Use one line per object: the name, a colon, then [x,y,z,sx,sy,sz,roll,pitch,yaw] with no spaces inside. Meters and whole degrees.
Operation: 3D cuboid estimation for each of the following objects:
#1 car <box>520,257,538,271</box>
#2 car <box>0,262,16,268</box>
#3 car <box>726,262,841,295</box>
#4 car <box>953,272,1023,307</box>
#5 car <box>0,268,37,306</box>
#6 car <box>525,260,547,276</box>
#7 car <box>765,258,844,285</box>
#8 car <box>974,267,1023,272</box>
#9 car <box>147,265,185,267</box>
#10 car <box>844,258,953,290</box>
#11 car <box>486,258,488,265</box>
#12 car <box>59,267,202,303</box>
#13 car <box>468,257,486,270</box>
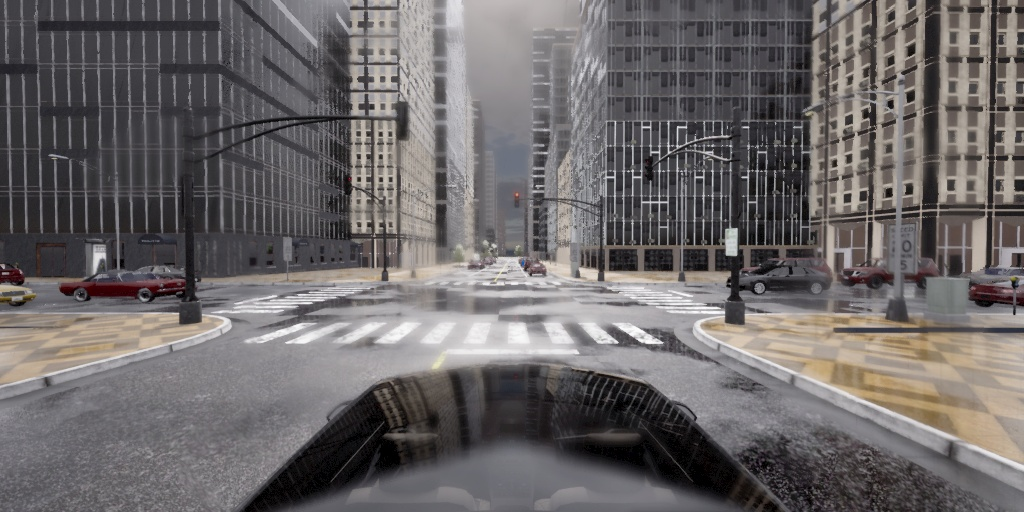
car: [2.582,1.046,47.050,2.192,1.841,5.009,0,0,0]
car: [-32.552,1.077,21.705,4.097,1.591,1.967,0,0,0]
car: [14.184,1.250,19.235,4.892,1.490,1.837,0,1,1]
car: [20.188,1.417,13.725,4.207,1.307,1.802,0,0,0]
car: [-21.253,1.301,13.657,4.829,1.417,1.751,0,0,0]
car: [2.554,1.319,36.000,1.802,1.307,4.207,0,0,0]
car: [16.574,1.024,21.858,5.009,1.841,2.192,0,0,0]
car: [26.514,1.309,19.269,5.357,1.411,2.033,0,1,0]
car: [-21.437,1.204,21.795,4.403,1.370,2.007,0,0,0]
car: [22.905,1.032,21.868,5.009,1.841,2.192,0,0,0]
car: [-5.280,1.307,58.079,1.802,1.307,4.207,0,0,0]
car: [-17.178,1.344,16.247,4.718,1.301,1.895,0,1,3]
car: [-5.283,1.168,52.554,1.967,1.591,4.097,0,0,0]
